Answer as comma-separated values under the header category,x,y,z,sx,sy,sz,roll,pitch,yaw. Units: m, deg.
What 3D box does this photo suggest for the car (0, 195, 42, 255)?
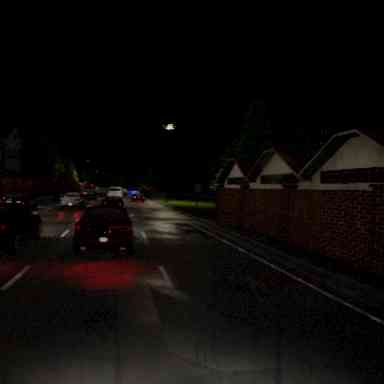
category,x,y,z,sx,sy,sz,roll,pitch,yaw
car,-6.534,1.066,11.342,1.882,1.535,5.008,3,0,-13

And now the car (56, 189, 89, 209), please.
category,x,y,z,sx,sy,sz,roll,pitch,yaw
car,-10.793,0.763,30.403,1.812,1.442,4.674,3,0,-13

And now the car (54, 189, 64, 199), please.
category,x,y,z,sx,sy,sz,roll,pitch,yaw
car,-17.978,0.325,46.535,1.994,1.385,4.181,3,0,-13

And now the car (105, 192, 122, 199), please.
category,x,y,z,sx,sy,sz,roll,pitch,yaw
car,-7.419,1.000,31.321,1.895,1.301,4.718,3,0,-13

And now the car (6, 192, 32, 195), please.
category,x,y,z,sx,sy,sz,roll,pitch,yaw
car,-13.355,0.690,25.826,2.033,1.411,5.357,3,0,-13

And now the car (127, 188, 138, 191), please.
category,x,y,z,sx,sy,sz,roll,pitch,yaw
car,-11.370,0.194,64.677,2.150,2.045,5.566,3,0,-13

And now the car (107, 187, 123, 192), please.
category,x,y,z,sx,sy,sz,roll,pitch,yaw
car,-11.799,0.258,51.013,2.150,2.045,5.566,3,0,-13

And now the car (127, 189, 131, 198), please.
category,x,y,z,sx,sy,sz,roll,pitch,yaw
car,-9.362,0.726,55.605,1.895,1.301,4.718,3,0,-13

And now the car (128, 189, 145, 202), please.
category,x,y,z,sx,sy,sz,roll,pitch,yaw
car,-8.111,0.776,50.013,2.033,1.411,5.357,3,0,-13

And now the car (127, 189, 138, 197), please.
category,x,y,z,sx,sy,sz,roll,pitch,yaw
car,-12.794,0.230,71.023,2.033,1.411,5.357,3,0,-13

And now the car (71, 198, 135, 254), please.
category,x,y,z,sx,sy,sz,roll,pitch,yaw
car,-3.186,1.226,12.386,1.882,1.535,5.008,3,0,-13

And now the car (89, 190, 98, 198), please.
category,x,y,z,sx,sy,sz,roll,pitch,yaw
car,-14.922,0.388,48.897,2.128,1.511,4.902,3,0,-13
